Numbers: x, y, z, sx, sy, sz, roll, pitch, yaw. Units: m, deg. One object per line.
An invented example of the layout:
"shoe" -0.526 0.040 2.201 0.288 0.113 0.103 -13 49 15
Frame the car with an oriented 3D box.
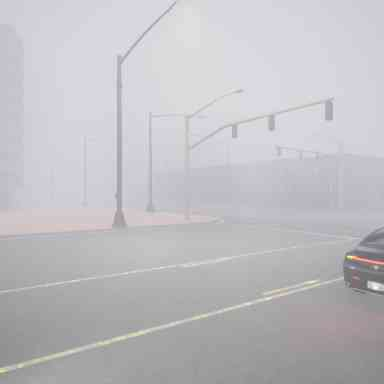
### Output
"car" 5.399 1.505 7.590 4.892 1.490 1.837 0 0 -35
